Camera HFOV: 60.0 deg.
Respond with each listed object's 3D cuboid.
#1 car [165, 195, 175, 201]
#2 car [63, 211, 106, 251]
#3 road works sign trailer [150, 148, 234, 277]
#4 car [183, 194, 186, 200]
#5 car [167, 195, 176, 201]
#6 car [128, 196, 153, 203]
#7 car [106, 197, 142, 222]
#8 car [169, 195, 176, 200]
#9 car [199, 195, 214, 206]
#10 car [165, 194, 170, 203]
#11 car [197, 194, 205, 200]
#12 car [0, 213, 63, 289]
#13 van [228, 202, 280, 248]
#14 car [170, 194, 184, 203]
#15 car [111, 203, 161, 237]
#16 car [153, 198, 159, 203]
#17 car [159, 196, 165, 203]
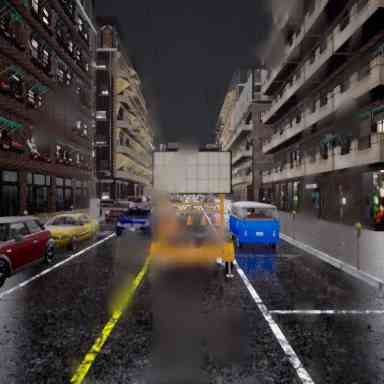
[{"bbox_3d":[-5.356,1.552,80.991,2.008,1.369,4.403,1,0,0],"label":"car"},{"bbox_3d":[-5.316,1.527,14.233,1.752,1.417,4.829,1,0,0],"label":"car"},{"bbox_3d":[0.000,0.466,10.229,2.380,3.560,2.880,0,0,0],"label":"road works sign trailer"},{"bbox_3d":[-2.805,1.376,90.261,2.097,1.767,4.553,0,0,0],"label":"car"},{"bbox_3d":[-5.360,1.567,86.540,1.947,1.339,4.313,1,0,0],"label":"car"},{"bbox_3d":[-5.324,1.319,31.050,2.192,1.841,5.009,1,0,0],"label":"car"},{"bbox_3d":[-5.322,1.443,25.501,1.967,1.590,4.097,1,0,0],"label":"car"},{"bbox_3d":[-5.363,1.582,92.089,1.802,1.307,4.206,1,0,0],"label":"car"},{"bbox_3d":[2.542,1.444,53.271,1.967,1.590,4.097,1,0,0],"label":"car"},{"bbox_3d":[-5.343,1.529,58.625,1.752,1.417,4.829,1,0,0],"label":"car"},{"bbox_3d":[2.519,1.440,92.115,1.967,1.590,4.097,1,0,0],"label":"car"},{"bbox_3d":[-5.312,1.442,8.854,1.967,1.590,4.097,1,0,0],"label":"car"},{"bbox_3d":[2.566,1.343,14.427,1.690,1.788,3.998,1,0,0],"label":"van"},{"bbox_3d":[-2.862,1.567,59.459,1.994,1.385,4.181,0,0,0],"label":"car"},{"bbox_3d":[-2.863,1.528,18.221,1.812,1.442,4.674,0,0,0],"label":"car"},{"bbox_3d":[-5.327,1.319,36.599,2.192,1.841,5.009,1,0,0],"label":"car"},{"bbox_3d":[-5.337,1.586,47.697,1.802,1.307,4.206,1,0,0],"label":"car"}]
